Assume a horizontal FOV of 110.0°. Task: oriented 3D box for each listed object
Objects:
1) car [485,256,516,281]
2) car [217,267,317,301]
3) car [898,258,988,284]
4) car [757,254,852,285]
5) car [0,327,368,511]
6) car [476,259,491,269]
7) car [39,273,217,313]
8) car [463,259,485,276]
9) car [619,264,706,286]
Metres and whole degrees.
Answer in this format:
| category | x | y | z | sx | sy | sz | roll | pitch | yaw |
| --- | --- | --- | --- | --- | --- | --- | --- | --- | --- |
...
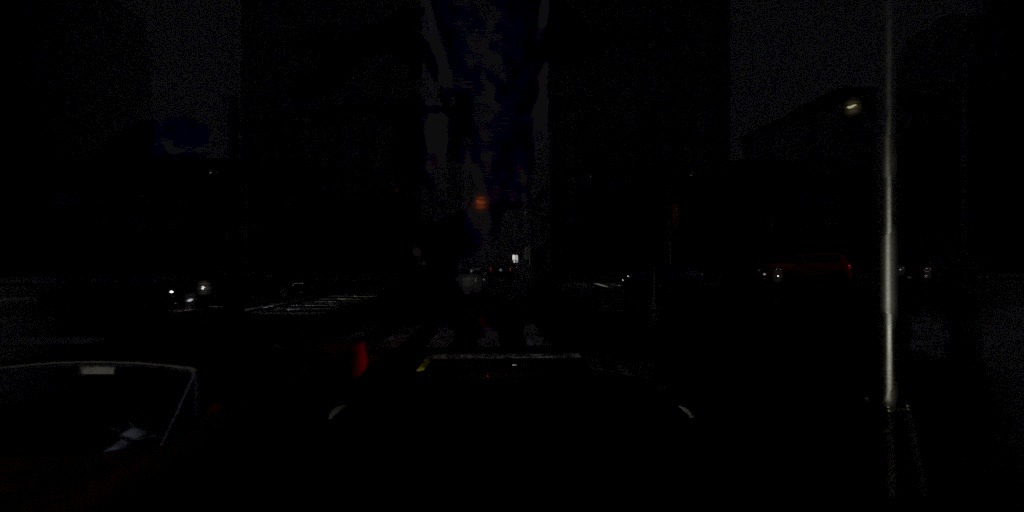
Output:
| category | x | y | z | sx | sy | sz | roll | pitch | yaw |
| --- | --- | --- | --- | --- | --- | --- | --- | --- | --- |
| car | -0.763 | 1.119 | 30.156 | 2.097 | 1.767 | 4.553 | 0 | 0 | 3 |
| car | -12.056 | 1.269 | 17.122 | 5.008 | 1.535 | 1.882 | 0 | 0 | -2 |
| car | 30.072 | 0.987 | 25.123 | 4.553 | 1.767 | 2.097 | 0 | 0 | -2 |
| car | 20.180 | 0.889 | 24.826 | 5.566 | 2.045 | 2.150 | 0 | 0 | -2 |
| car | -2.894 | 1.351 | 2.639 | 1.895 | 1.301 | 4.718 | 0 | 0 | 0 |
| car | -4.542 | 1.296 | 58.289 | 2.128 | 1.511 | 4.902 | 0 | 0 | -1 |
| car | -14.642 | 1.402 | 13.797 | 4.718 | 1.301 | 1.895 | 0 | 0 | -2 |
| car | -3.982 | 1.269 | 37.514 | 2.128 | 1.511 | 4.902 | 0 | 0 | -2 |
| car | 10.222 | 1.249 | 24.519 | 5.357 | 1.411 | 2.033 | 0 | 0 | -2 |
